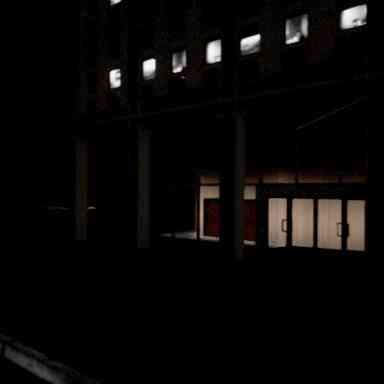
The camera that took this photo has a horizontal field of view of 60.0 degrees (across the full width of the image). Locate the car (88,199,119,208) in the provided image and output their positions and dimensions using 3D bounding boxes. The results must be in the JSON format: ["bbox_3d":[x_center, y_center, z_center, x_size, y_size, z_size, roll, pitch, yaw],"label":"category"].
[{"bbox_3d":[-13.502,1.725,52.059,1.994,1.385,4.181,1,1,38],"label":"car"}]

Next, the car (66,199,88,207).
[{"bbox_3d":[-17.555,1.698,52.167,1.994,1.385,4.181,1,0,38],"label":"car"}]
